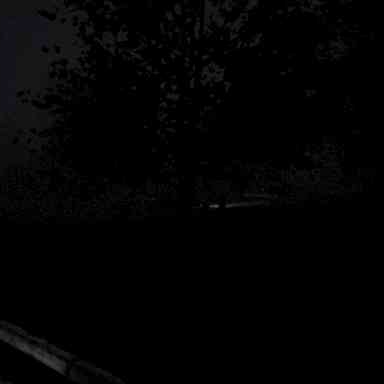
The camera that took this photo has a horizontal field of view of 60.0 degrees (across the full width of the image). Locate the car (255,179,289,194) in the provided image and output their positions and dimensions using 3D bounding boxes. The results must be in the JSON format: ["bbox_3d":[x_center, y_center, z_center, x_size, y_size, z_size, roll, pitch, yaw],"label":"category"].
[{"bbox_3d":[11.795,-0.836,48.275,5.566,2.045,2.150,-2,3,-27],"label":"car"}]

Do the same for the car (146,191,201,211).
[{"bbox_3d":[-1.456,0.685,27.645,4.902,1.511,2.128,-2,3,-37],"label":"car"}]

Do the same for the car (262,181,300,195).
[{"bbox_3d":[12.293,-0.375,44.612,4.892,1.490,1.837,-2,3,-27],"label":"car"}]
